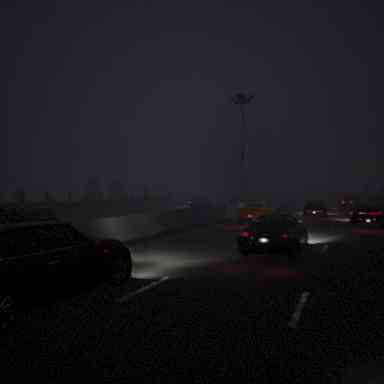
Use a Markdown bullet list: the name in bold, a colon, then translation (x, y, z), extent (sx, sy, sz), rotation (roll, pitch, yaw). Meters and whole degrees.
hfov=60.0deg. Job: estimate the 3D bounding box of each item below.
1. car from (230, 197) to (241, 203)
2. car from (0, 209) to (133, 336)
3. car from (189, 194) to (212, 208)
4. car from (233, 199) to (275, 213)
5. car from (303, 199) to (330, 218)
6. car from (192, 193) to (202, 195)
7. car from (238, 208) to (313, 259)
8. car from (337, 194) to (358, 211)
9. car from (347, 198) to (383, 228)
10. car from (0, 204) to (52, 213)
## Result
- **car**: translation (7.356, 1.486, 54.134), extent (1.994, 1.385, 4.181), rotation (-1, 0, 11)
- **car**: translation (-3.266, 1.402, 7.158), extent (2.097, 1.767, 4.553), rotation (-1, 0, 25)
- **car**: translation (1.363, 1.477, 44.461), extent (1.882, 1.535, 5.008), rotation (-1, 0, 17)
- **car**: translation (4.889, 1.423, 24.383), extent (1.882, 1.535, 5.008), rotation (-1, 0, 25)
- **car**: translation (10.840, 1.372, 29.106), extent (1.837, 1.490, 4.892), rotation (-1, 0, 23)
- **car**: translation (0.840, 1.232, 57.377), extent (2.150, 2.045, 5.566), rotation (-1, 0, 9)
- **car**: translation (3.195, 1.529, 12.606), extent (1.994, 1.385, 4.181), rotation (-1, 0, 25)
- **car**: translation (17.458, 1.131, 36.969), extent (2.097, 1.767, 4.553), rotation (-1, 0, 19)
- **car**: translation (11.118, 1.367, 21.236), extent (1.837, 1.490, 4.892), rotation (-1, 0, 25)
- **car**: translation (-7.819, 1.465, 14.370), extent (2.097, 1.767, 4.553), rotation (-1, 0, 25)
